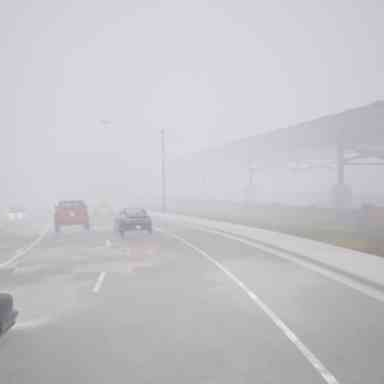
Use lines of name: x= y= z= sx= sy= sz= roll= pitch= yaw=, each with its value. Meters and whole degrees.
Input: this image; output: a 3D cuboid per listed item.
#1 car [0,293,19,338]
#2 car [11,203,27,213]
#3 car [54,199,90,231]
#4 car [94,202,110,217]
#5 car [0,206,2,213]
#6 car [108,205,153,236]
car: x=-3.480 y=1.613 z=2.678 sx=2.033 sy=1.411 sz=5.357 roll=-1 pitch=0 yaw=-4
car: x=-26.223 y=2.363 z=50.504 sx=2.128 sy=1.511 sz=4.902 roll=-1 pitch=0 yaw=-20
car: x=-8.522 y=1.550 z=23.678 sx=2.150 sy=2.045 sz=5.566 roll=-1 pitch=0 yaw=-20
car: x=-10.017 y=1.925 z=37.694 sx=1.801 sy=1.575 sz=5.366 roll=-1 pitch=-1 yaw=-21
car: x=-29.326 y=2.446 z=48.886 sx=1.812 sy=1.442 sz=4.674 roll=-1 pitch=0 yaw=-20
car: x=-3.612 y=1.699 z=20.088 sx=2.128 sy=1.511 sz=4.902 roll=-1 pitch=0 yaw=-18
